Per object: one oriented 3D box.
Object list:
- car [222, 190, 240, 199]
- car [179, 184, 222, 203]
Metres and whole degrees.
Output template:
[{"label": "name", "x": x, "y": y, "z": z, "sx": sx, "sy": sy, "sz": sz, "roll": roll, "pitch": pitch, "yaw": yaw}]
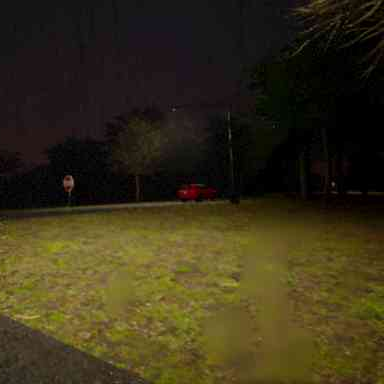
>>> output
[{"label": "car", "x": 6.811, "y": 0.380, "z": 59.277, "sx": 2.128, "sy": 1.511, "sz": 4.902, "roll": -3, "pitch": 0, "yaw": 34}, {"label": "car", "x": 0.782, "y": 0.158, "z": 38.101, "sx": 2.150, "sy": 2.045, "sz": 5.566, "roll": -3, "pitch": -1, "yaw": 34}]
